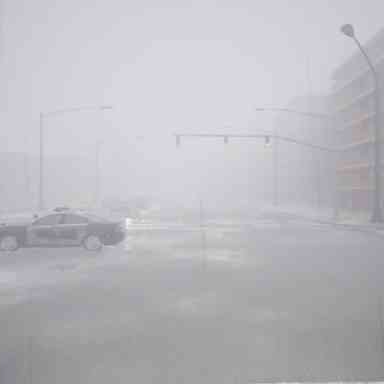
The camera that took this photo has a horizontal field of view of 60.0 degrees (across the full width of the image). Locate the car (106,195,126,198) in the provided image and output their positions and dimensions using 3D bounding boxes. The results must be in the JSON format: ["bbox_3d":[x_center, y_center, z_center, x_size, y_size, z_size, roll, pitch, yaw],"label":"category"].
[{"bbox_3d":[-9.749,1.324,40.174,1.837,1.490,4.892,0,1,0],"label":"car"}]

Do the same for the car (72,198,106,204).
[{"bbox_3d":[-9.793,1.416,30.689,1.882,1.535,5.008,0,1,0],"label":"car"}]

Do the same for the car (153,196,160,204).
[{"bbox_3d":[-6.193,1.218,53.233,1.895,1.301,4.718,0,1,0],"label":"car"}]

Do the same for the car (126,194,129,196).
[{"bbox_3d":[-9.699,1.150,51.535,1.837,1.490,4.892,0,1,0],"label":"car"}]

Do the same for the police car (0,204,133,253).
[{"bbox_3d":[-5.224,1.423,13.125,5.238,1.638,1.930,0,0,-1],"label":"police car"}]

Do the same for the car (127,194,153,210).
[{"bbox_3d":[-6.250,1.321,40.401,1.837,1.490,4.892,0,1,0],"label":"car"}]

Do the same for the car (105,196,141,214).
[{"bbox_3d":[-6.297,1.436,30.998,1.837,1.490,4.892,0,1,0],"label":"car"}]
